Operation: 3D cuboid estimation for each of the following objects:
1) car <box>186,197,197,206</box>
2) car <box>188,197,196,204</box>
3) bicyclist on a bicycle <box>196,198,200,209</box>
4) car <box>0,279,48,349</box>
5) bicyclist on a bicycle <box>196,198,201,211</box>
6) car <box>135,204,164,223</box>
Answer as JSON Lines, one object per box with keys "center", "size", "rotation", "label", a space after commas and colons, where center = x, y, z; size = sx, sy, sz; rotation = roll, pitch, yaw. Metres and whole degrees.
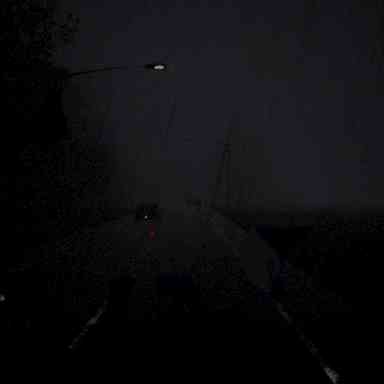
{"center": [-0.067, 1.818, 65.721], "size": [2.097, 1.767, 4.553], "rotation": [0, 0, 0], "label": "car"}
{"center": [-0.078, 2.051, 77.852], "size": [1.837, 1.490, 4.892], "rotation": [0, 0, 0], "label": "car"}
{"center": [0.910, 1.819, 51.741], "size": [0.582, 1.620, 1.656], "rotation": [0, -1, 0], "label": "bicyclist on a bicycle"}
{"center": [-3.403, 1.571, 3.266], "size": [2.033, 1.411, 5.357], "rotation": [0, 0, 0], "label": "car"}
{"center": [0.921, 1.675, 42.953], "size": [0.659, 1.776, 1.843], "rotation": [0, 0, 0], "label": "bicyclist on a bicycle"}
{"center": [-3.430, 1.684, 27.222], "size": [2.128, 1.511, 4.902], "rotation": [0, 0, 0], "label": "car"}
